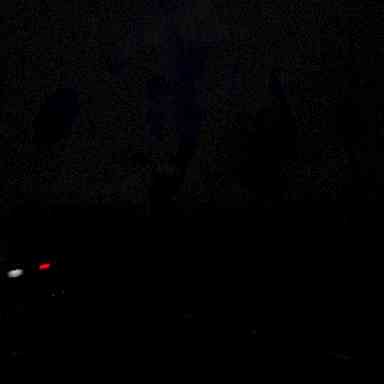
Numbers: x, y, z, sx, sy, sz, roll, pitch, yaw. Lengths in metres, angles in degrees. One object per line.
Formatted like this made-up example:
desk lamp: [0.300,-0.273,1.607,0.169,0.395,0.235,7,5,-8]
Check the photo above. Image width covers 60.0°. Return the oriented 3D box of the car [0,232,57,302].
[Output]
car: [-5.341,1.577,7.675,5.357,1.411,2.033,0,0,35]
